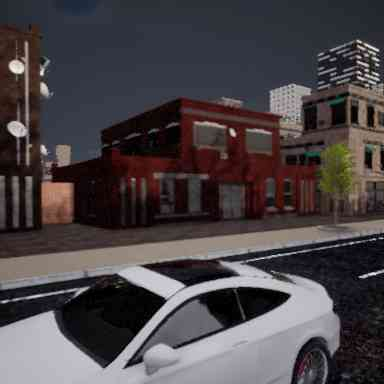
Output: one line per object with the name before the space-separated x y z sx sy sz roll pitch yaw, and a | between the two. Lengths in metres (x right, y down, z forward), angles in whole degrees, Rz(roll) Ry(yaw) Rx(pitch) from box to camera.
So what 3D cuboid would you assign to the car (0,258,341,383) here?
car | -0.295 1.525 3.462 4.674 1.442 1.812 0 0 -36
